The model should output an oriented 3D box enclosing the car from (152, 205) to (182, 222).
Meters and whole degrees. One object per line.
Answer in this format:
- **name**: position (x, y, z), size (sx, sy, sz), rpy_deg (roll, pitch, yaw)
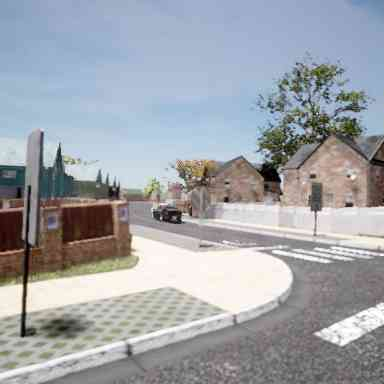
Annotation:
- **car**: position (-2.362, 1.977, 30.739), size (1.837, 1.490, 4.892), rpy_deg (3, -2, -21)
